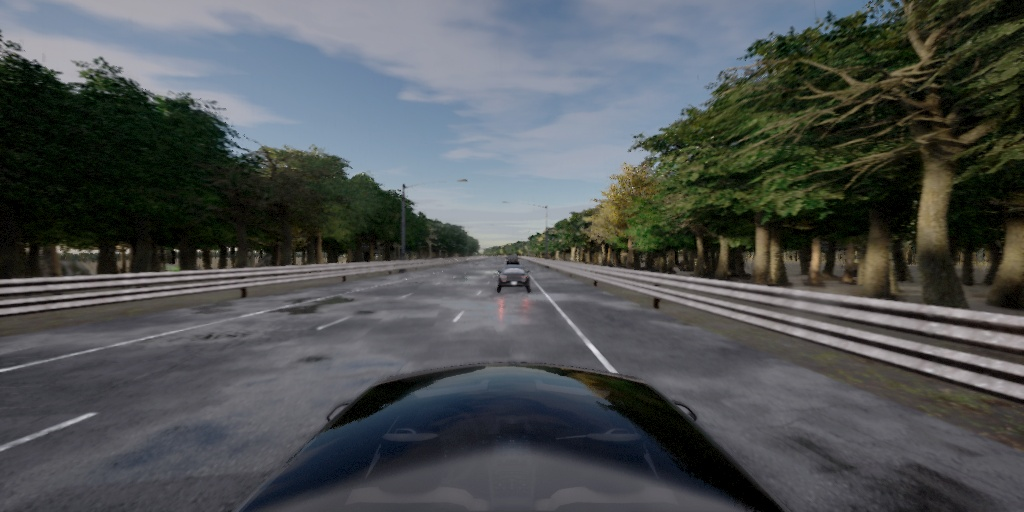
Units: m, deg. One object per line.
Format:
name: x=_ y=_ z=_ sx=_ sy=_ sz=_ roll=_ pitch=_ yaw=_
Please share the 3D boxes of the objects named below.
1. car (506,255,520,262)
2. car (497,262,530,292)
car: x=0.128 y=0.885 z=60.388 sx=2.150 sy=2.045 sz=5.566 roll=0 pitch=0 yaw=0
car: x=0.104 y=1.261 z=21.233 sx=1.812 sy=1.442 sz=4.674 roll=0 pitch=0 yaw=0
